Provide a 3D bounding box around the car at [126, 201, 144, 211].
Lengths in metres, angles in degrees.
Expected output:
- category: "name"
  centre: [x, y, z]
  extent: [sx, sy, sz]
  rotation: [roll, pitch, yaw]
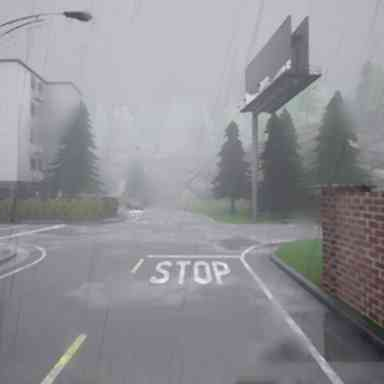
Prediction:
- category: "car"
  centre: [-8.664, 2.097, 50.087]
  extent: [1.994, 1.385, 4.181]
  rotation: [0, -1, -24]
